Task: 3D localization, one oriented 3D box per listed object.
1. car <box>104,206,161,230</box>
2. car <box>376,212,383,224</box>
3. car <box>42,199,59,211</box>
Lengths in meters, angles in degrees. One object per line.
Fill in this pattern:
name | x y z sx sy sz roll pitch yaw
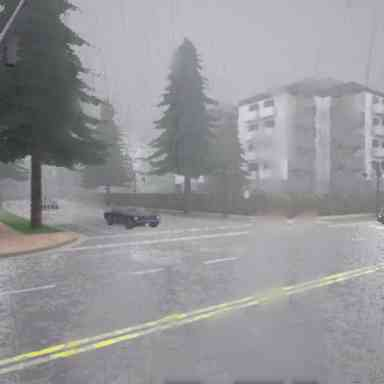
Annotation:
car | -3.833 1.573 20.957 1.895 1.301 4.718 0 0 -36
car | 15.290 1.578 23.565 5.357 1.411 2.033 0 0 -33
car | -17.757 1.519 40.810 2.033 1.411 5.357 0 0 -33
